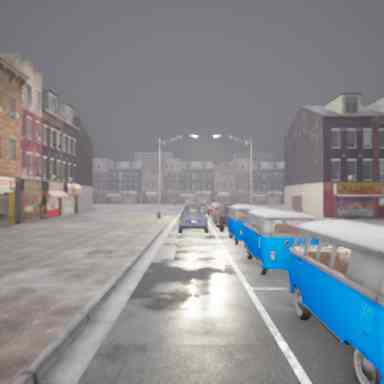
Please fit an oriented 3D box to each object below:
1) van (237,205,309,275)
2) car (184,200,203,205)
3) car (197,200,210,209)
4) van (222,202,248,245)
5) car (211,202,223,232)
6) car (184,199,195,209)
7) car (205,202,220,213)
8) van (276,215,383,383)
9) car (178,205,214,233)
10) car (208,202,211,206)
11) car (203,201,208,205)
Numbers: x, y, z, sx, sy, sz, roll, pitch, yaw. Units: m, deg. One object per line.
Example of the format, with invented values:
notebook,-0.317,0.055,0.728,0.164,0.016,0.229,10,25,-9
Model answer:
van,2.654,1.459,10.584,1.690,1.788,3.998,0,-1,0
car,0.073,1.975,43.502,2.128,1.511,4.902,0,-1,0
car,1.974,2.204,58.356,2.008,1.369,4.403,0,-1,0
van,2.655,1.521,16.243,1.690,1.788,3.998,0,-1,0
car,2.656,1.558,21.904,2.192,1.841,5.009,0,-1,0
car,-0.401,2.099,58.859,1.967,1.590,4.097,0,-1,0
car,2.659,2.079,44.539,1.802,1.307,4.206,0,-1,0
van,2.653,1.397,4.924,1.690,1.788,3.998,0,-1,0
car,0.085,1.788,21.704,2.033,1.411,5.357,0,-1,0
car,2.656,1.746,27.562,1.967,1.590,4.097,0,-1,0
car,2.658,1.873,38.881,1.967,1.590,4.097,0,-1,0
